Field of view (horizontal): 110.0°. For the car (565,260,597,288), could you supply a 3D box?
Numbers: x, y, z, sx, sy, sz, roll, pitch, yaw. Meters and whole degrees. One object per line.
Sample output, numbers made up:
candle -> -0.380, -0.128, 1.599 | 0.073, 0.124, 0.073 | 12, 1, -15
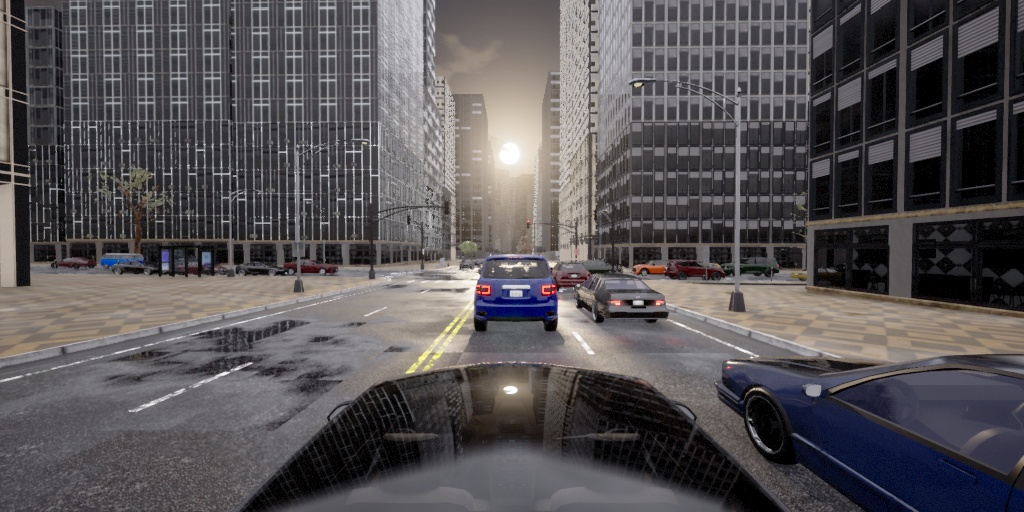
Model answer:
car -> 3.355, 1.091, 21.461 | 2.097, 1.767, 4.553 | 0, 0, 0

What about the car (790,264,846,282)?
car -> 27.651, 1.577, 31.908 | 4.829, 1.417, 1.751 | 0, 0, 1

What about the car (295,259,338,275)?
car -> -19.755, 1.067, 35.296 | 5.008, 1.535, 1.882 | 1, 1, 0

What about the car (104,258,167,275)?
car -> -34.087, 1.068, 32.959 | 4.313, 1.339, 1.948 | 0, 0, 1

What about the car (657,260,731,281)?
car -> 16.203, 1.267, 32.108 | 5.009, 1.841, 2.192 | 0, 0, 1

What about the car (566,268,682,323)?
car -> 3.354, 1.292, 12.054 | 2.033, 1.411, 5.357 | 0, 0, 0

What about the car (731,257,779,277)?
car -> 24.900, 1.156, 37.730 | 5.566, 2.045, 2.150 | 1, 1, 1

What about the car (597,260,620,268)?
car -> 8.481, 1.194, 34.815 | 4.553, 1.767, 2.097 | 0, 1, 1

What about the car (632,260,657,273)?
car -> 15.048, 1.200, 37.882 | 4.553, 1.767, 2.097 | 0, 1, 0

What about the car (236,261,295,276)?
car -> -22.722, 1.172, 32.649 | 4.313, 1.339, 1.948 | 0, 0, 1

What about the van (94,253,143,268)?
van -> -45.275, 0.603, 41.624 | 3.998, 1.789, 1.690 | 0, 0, 1

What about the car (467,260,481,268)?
car -> -6.551, 1.301, 62.824 | 1.895, 1.301, 4.718 | 0, 0, 0

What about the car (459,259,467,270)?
car -> -6.585, 1.218, 52.521 | 1.837, 1.490, 4.892 | 0, 0, -1

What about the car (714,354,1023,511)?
car -> 3.351, 1.297, 1.874 | 2.033, 1.411, 5.357 | 0, 0, 1

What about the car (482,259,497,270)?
car -> -3.319, 1.189, 53.411 | 1.882, 1.535, 5.008 | 0, 0, 0

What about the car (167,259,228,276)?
car -> -28.406, 1.136, 32.784 | 4.207, 1.307, 1.802 | 0, 0, 1

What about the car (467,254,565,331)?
car -> 0.100, 0.967, 11.052 | 2.150, 2.045, 5.566 | 0, 0, 0
